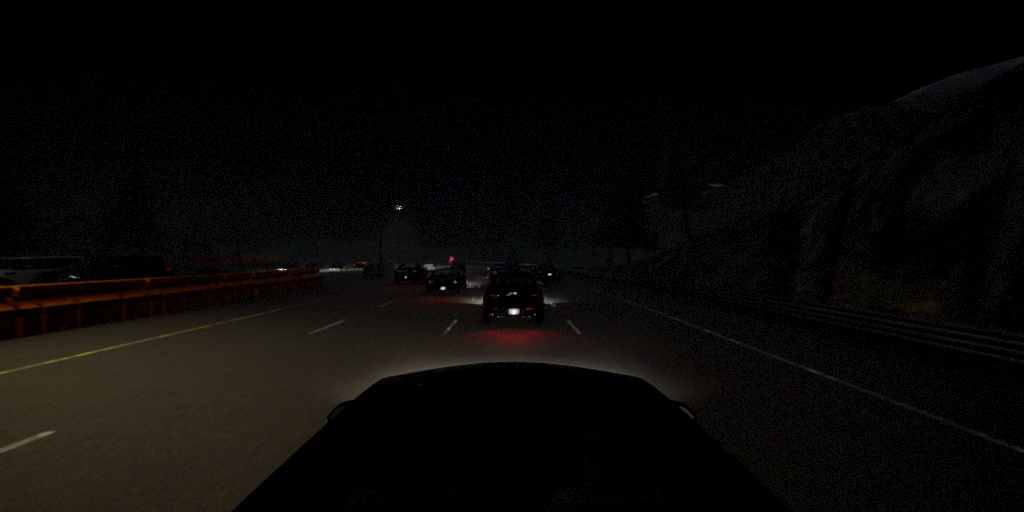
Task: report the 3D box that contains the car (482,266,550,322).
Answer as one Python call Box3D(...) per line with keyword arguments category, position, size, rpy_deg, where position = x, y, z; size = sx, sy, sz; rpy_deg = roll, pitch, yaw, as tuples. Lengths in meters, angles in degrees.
Box3D(category="car", position=(0.020, 1.277, 12.383), size=(1.837, 1.490, 4.892), rpy_deg=(0, 0, -1))

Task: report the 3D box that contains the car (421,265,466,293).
Box3D(category="car", position=(-3.732, 1.388, 20.943), size=(1.895, 1.301, 4.718), rpy_deg=(0, 0, -3))

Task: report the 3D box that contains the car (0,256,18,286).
Box3D(category="car", position=(-24.828, 1.003, 18.311), size=(2.150, 2.045, 5.566), rpy_deg=(0, 0, -3))

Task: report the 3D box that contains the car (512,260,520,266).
Box3D(category="car", position=(-0.212, 1.315, 47.639), size=(1.882, 1.535, 5.008), rpy_deg=(0, 0, -12))

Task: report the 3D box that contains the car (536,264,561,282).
Box3D(category="car", position=(2.625, 1.366, 29.022), size=(1.994, 1.385, 4.181), rpy_deg=(0, 0, -6))

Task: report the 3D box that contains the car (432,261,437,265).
Box3D(category="car", position=(-10.537, 1.359, 45.686), size=(1.812, 1.442, 4.674), rpy_deg=(0, 0, -12))

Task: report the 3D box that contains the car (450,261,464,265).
Box3D(category="car", position=(-6.938, 1.359, 45.555), size=(1.812, 1.442, 4.674), rpy_deg=(0, 0, -12))

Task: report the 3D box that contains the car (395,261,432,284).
Box3D(category="car", position=(-7.784, 1.292, 27.888), size=(2.128, 1.511, 4.902), rpy_deg=(0, 0, -6))

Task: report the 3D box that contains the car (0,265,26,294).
Box3D(category="car", position=(-28.320, 1.258, 17.724), size=(1.882, 1.535, 5.008), rpy_deg=(0, 0, -3))

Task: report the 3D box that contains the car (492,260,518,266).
Box3D(category="car", position=(-1.042, 1.353, 30.753), size=(2.033, 1.411, 5.357), rpy_deg=(0, 0, -6))

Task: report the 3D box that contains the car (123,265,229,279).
Box3D(category="car", position=(-17.905, 1.333, 20.127), size=(2.033, 1.411, 5.357), rpy_deg=(0, 0, -3))

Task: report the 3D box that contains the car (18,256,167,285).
Box3D(category="car", position=(-21.370, 1.004, 19.095), size=(2.150, 2.045, 5.566), rpy_deg=(0, 0, -3))
